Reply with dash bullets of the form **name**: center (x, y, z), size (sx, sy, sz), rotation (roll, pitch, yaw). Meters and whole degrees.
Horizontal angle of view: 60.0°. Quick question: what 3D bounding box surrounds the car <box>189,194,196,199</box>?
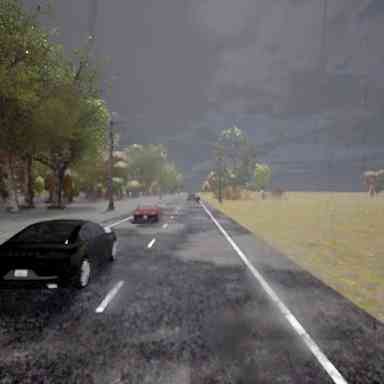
- **car**: center (0.017, 1.169, 90.242), size (1.837, 1.490, 4.892), rotation (0, 0, 0)

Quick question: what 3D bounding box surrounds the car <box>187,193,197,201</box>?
- **car**: center (0.015, 1.190, 76.809), size (2.097, 1.767, 4.553), rotation (0, 0, 0)

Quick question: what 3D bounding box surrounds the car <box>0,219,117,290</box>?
- **car**: center (-3.398, 1.458, 9.089), size (1.882, 1.535, 5.008), rotation (0, 0, 0)

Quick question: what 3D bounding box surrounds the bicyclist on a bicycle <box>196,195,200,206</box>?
- **bicyclist on a bicycle**: center (0.973, 1.265, 50.124), size (0.659, 1.776, 1.843), rotation (0, 0, 0)

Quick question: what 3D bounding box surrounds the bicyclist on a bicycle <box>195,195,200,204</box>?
- **bicyclist on a bicycle**: center (0.962, 1.310, 59.748), size (0.866, 1.612, 1.509), rotation (0, 1, 0)

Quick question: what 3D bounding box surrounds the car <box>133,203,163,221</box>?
- **car**: center (-3.397, 1.544, 26.494), size (1.895, 1.301, 4.718), rotation (0, 0, 0)
